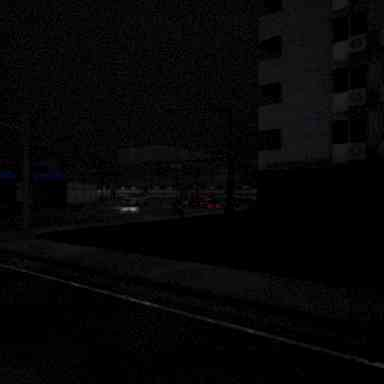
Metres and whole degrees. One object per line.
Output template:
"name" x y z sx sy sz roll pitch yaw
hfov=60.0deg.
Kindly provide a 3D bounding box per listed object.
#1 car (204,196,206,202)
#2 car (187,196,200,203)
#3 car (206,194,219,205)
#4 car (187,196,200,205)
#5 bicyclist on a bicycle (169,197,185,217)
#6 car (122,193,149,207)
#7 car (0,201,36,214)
"car" 3.836 1.277 67.369 2.097 1.767 4.553 0 0 -8
"car" 0.293 1.483 67.513 1.994 1.385 4.181 0 0 -8
"car" 3.825 1.462 58.512 1.812 1.442 4.674 0 0 4
"car" 0.352 1.493 59.101 1.994 1.385 4.181 0 0 4
"bicyclist on a bicycle" -1.249 1.266 27.341 1.656 1.620 0.582 0 0 36
"car" -8.392 1.146 49.791 2.150 2.045 5.566 0 0 16
"car" -17.969 1.531 32.505 1.895 1.301 4.718 0 0 35
